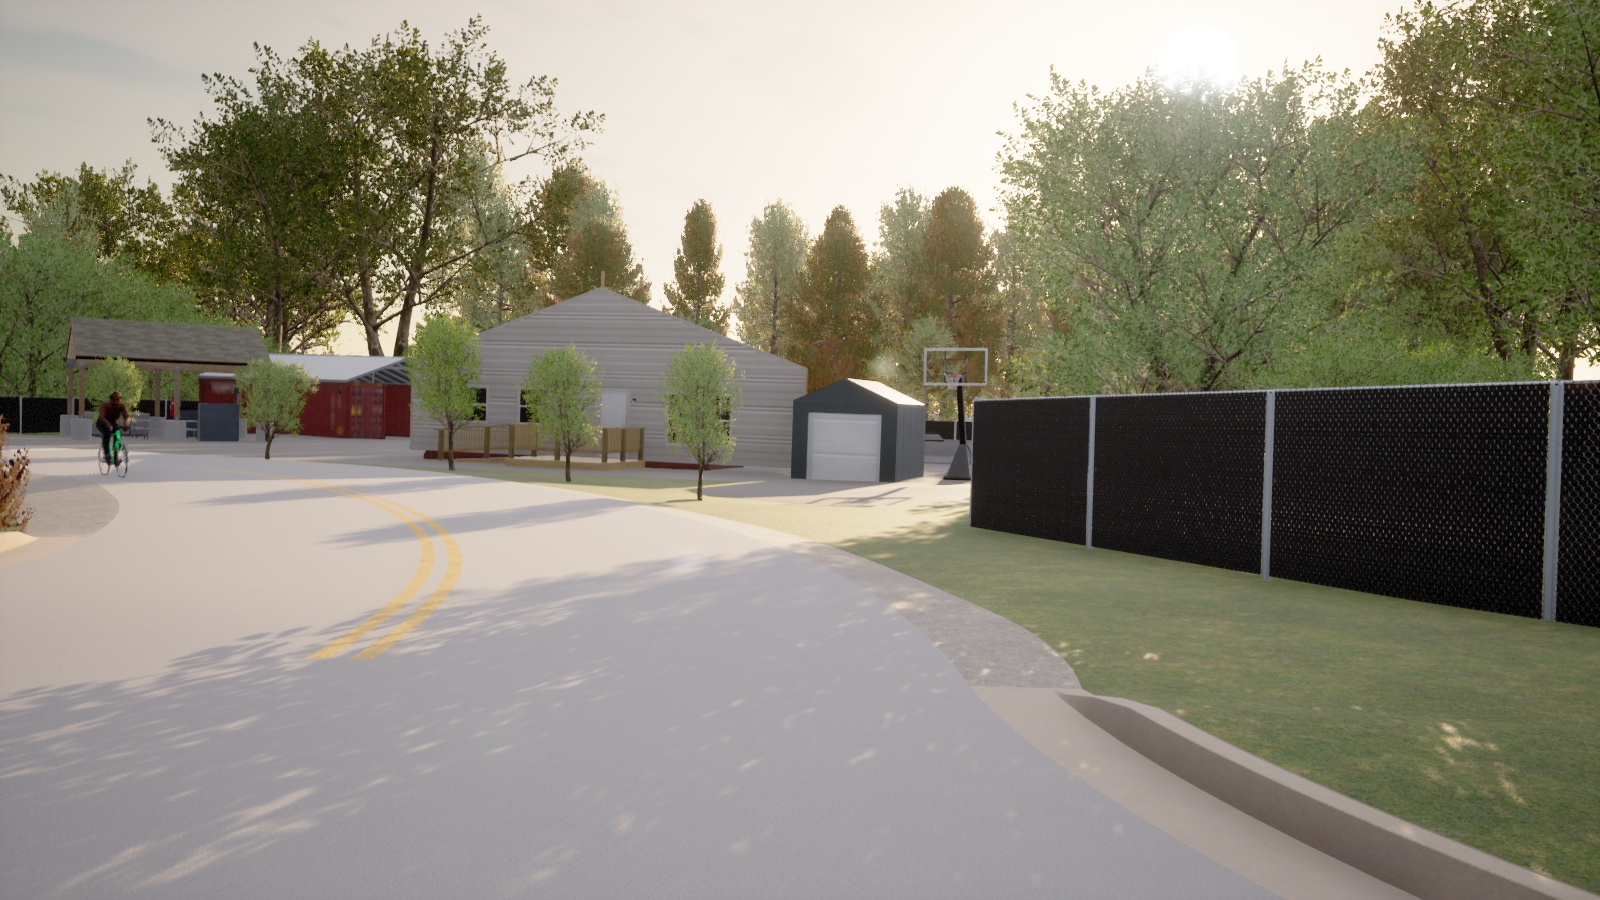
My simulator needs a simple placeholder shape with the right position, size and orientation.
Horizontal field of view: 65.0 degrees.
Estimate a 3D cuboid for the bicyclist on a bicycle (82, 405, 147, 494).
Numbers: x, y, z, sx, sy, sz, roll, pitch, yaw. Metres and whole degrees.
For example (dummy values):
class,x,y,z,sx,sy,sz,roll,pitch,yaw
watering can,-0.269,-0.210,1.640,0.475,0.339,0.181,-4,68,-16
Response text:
class,x,y,z,sx,sy,sz,roll,pitch,yaw
bicyclist on a bicycle,-12.979,-0.041,23.770,1.656,1.620,0.582,2,3,44
